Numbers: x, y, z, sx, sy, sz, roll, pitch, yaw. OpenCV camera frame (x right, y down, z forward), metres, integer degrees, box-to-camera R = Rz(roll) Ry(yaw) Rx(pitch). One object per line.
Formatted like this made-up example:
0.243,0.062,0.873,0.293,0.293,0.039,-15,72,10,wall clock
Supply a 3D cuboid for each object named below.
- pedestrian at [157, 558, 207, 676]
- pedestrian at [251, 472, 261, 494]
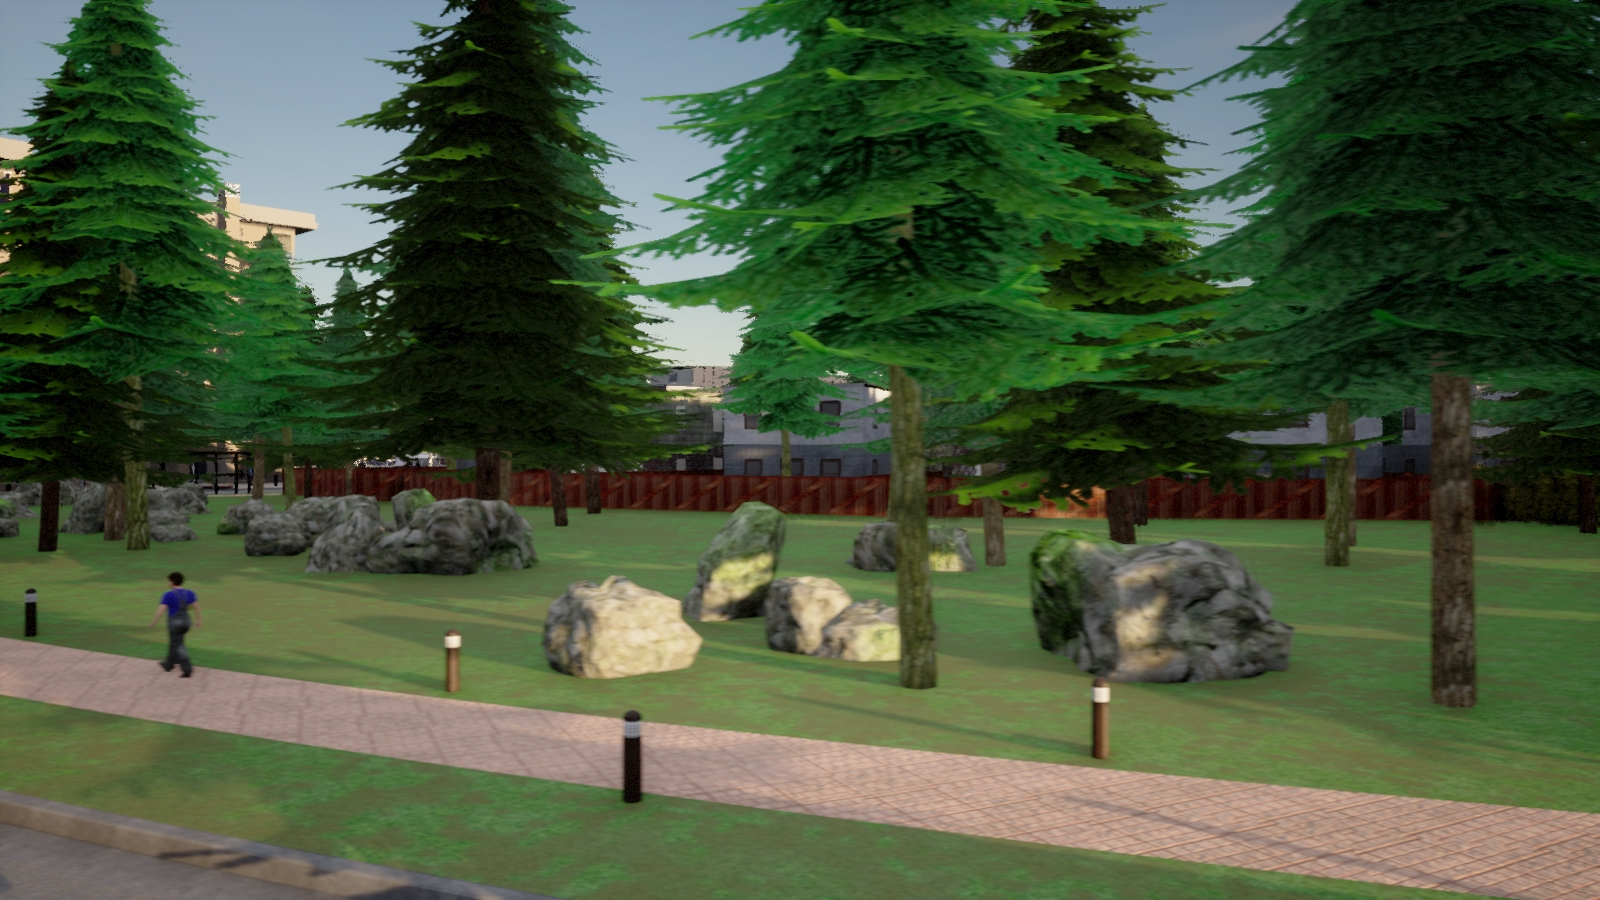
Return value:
-7.238,1.944,13.385,0.375,1.300,0.375,0,0,25,pedestrian
-32.561,1.962,68.376,0.375,1.300,0.375,0,0,41,pedestrian
